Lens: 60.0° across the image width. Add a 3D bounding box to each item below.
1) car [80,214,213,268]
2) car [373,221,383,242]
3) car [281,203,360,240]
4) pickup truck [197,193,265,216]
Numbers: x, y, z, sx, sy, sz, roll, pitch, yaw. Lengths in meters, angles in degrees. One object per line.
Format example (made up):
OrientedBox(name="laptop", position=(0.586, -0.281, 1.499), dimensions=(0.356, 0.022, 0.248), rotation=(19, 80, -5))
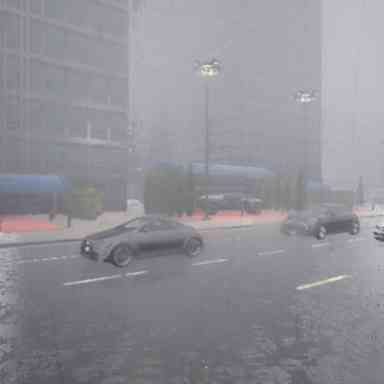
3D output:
OrientedBox(name="car", position=(-1.609, 1.576, 11.439), dimensions=(4.181, 1.385, 1.994), rotation=(0, 0, -36))
OrientedBox(name="car", position=(10.414, 1.565, 15.607), dimensions=(4.674, 1.442, 1.812), rotation=(0, 0, -35))
OrientedBox(name="car", position=(6.710, 1.387, 17.354), dimensions=(4.553, 1.767, 2.097), rotation=(0, 0, -36))
OrientedBox(name="pickup truck", position=(3.645, 1.106, 31.175), dimensions=(6.274, 2.098, 2.390), rotation=(0, 0, -5))
